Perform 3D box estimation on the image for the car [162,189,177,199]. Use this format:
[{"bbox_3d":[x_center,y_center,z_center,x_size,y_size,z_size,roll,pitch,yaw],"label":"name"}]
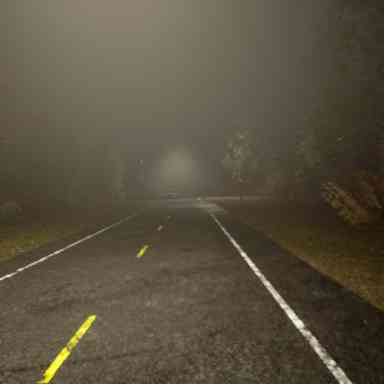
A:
[{"bbox_3d":[-3.841,0.538,57.837,2.150,2.045,5.566,-3,1,0],"label":"car"}]
